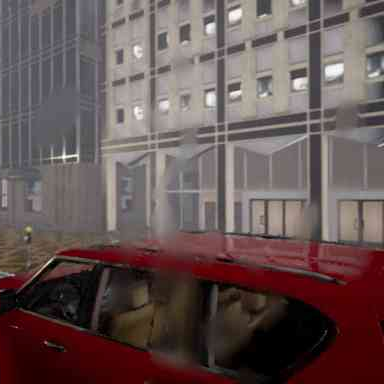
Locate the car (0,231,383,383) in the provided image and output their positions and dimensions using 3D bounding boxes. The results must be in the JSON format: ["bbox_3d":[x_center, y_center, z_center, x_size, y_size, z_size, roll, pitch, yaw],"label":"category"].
[{"bbox_3d":[-0.368,1.320,3.141,5.009,1.841,2.192,0,0,35],"label":"car"}]
